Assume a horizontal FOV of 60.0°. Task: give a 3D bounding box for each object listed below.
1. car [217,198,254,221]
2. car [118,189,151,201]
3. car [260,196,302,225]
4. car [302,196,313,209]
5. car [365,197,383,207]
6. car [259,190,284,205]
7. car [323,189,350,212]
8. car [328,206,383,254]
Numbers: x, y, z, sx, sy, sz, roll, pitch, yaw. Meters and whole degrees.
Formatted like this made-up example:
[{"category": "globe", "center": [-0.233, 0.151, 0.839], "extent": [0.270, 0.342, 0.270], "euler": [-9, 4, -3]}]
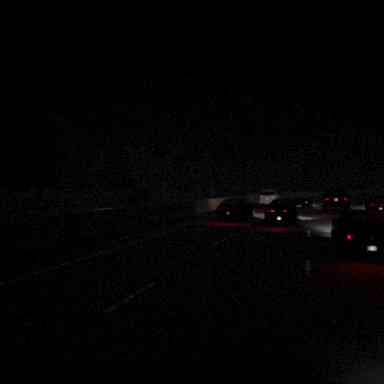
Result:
[{"category": "car", "center": [3.271, 1.205, 24.478], "extent": [1.882, 1.535, 5.008], "euler": [-1, 1, 21]}, {"category": "car", "center": [-7.558, 0.555, 44.420], "extent": [2.150, 2.045, 5.566], "euler": [0, 1, 25]}, {"category": "car", "center": [5.849, 1.229, 21.408], "extent": [1.837, 1.490, 4.892], "euler": [-1, 1, 20]}, {"category": "car", "center": [12.264, 1.096, 36.808], "extent": [1.895, 1.301, 4.718], "euler": [0, 1, 25]}, {"category": "car", "center": [17.085, 1.093, 30.569], "extent": [1.895, 1.301, 4.718], "euler": [0, 1, 24]}, {"category": "car", "center": [9.418, 0.733, 39.006], "extent": [2.150, 2.045, 5.566], "euler": [0, 1, 25]}, {"category": "car", "center": [13.383, 0.756, 30.844], "extent": [2.150, 2.045, 5.566], "euler": [-1, 0, 23]}, {"category": "car", "center": [6.271, 1.405, 12.281], "extent": [1.895, 1.301, 4.718], "euler": [-1, 1, 19]}]
